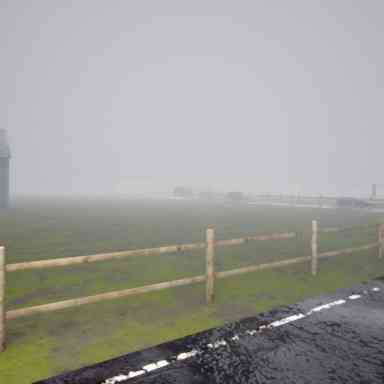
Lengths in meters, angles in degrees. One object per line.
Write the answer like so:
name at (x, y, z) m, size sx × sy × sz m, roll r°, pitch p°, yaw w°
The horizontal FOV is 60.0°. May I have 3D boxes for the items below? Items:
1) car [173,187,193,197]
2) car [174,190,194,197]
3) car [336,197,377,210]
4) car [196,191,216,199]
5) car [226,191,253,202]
car at (-1.690, -0.095, 65.689) m, size 2.150 × 2.045 × 5.566 m, roll 0°, pitch 1°, yaw -36°
car at (-1.772, 0.358, 71.827) m, size 1.837 × 1.490 × 4.892 m, roll 0°, pitch 1°, yaw -36°
car at (18.400, 1.211, 37.357) m, size 1.994 × 1.385 × 4.181 m, roll 0°, pitch 1°, yaw -35°
car at (2.792, 0.593, 65.484) m, size 1.837 × 1.490 × 4.892 m, roll 0°, pitch 1°, yaw -35°
car at (7.516, 0.662, 52.625) m, size 2.097 × 1.767 × 4.553 m, roll 0°, pitch 1°, yaw -35°
